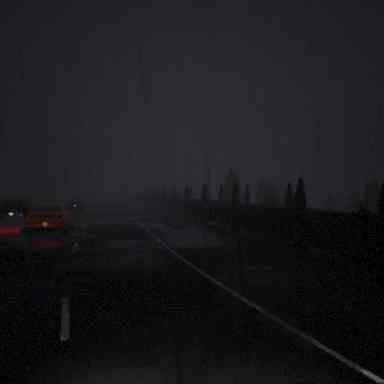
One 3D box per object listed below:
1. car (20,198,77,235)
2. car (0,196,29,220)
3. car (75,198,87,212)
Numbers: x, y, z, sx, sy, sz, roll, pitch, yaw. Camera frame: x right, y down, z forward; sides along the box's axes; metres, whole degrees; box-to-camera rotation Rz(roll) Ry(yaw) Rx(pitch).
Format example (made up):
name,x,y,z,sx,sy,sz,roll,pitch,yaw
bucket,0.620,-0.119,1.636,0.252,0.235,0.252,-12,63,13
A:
name,x,y,z,sx,sy,sz,roll,pitch,yaw
car,-7.563,1.338,18.013,1.882,1.535,5.008,1,0,-16
car,-13.248,1.270,25.547,1.837,1.490,4.892,1,0,-15
car,-12.227,1.328,35.181,1.994,1.385,4.181,1,0,-15
